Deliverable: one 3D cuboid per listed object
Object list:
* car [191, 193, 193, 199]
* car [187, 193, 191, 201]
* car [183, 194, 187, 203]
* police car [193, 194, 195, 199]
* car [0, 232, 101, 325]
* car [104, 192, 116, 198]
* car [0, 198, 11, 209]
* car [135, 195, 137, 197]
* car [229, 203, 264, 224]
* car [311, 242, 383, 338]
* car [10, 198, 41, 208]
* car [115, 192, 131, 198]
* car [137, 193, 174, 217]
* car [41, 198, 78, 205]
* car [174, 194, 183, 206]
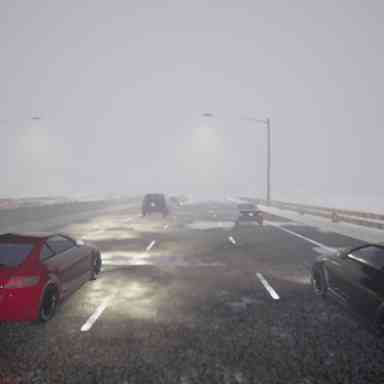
[{"bbox_3d":[-1.447,1.399,82.838,1.895,1.301,4.718,0,0,3],"label":"car"},{"bbox_3d":[-1.948,1.239,71.852,2.033,1.649,4.856,0,0,2],"label":"car"},{"bbox_3d":[-2.379,1.351,60.892,1.812,1.442,4.674,0,0,2],"label":"car"},{"bbox_3d":[-0.879,1.297,93.762,2.038,1.542,4.974,0,0,3],"label":"police car"},{"bbox_3d":[-3.372,1.534,7.086,1.994,1.385,4.181,0,0,0],"label":"car"},{"bbox_3d":[-19.159,0.889,78.782,2.150,2.045,5.566,0,0,3],"label":"car"},{"bbox_3d":[-20.652,1.389,37.322,1.812,1.442,4.674,0,0,1],"label":"car"},{"bbox_3d":[-12.217,1.243,77.317,1.994,1.385,4.181,0,0,2],"label":"car"},{"bbox_3d":[3.786,1.460,23.681,2.033,1.411,5.357,0,0,1],"label":"car"},{"bbox_3d":[3.623,1.541,5.743,1.994,1.385,4.181,0,0,0],"label":"car"},{"bbox_3d":[-17.181,1.433,35.912,1.994,1.385,4.181,0,0,1],"label":"car"},{"bbox_3d":[-15.712,1.042,77.507,2.097,1.767,4.553,0,0,2],"label":"car"},{"bbox_3d":[-3.115,1.114,29.686,2.150,2.045,5.566,0,0,1],"label":"car"},{"bbox_3d":[-13.687,1.363,35.659,2.128,1.511,4.902,0,0,1],"label":"car"},{"bbox_3d":[-2.739,1.350,49.930,1.837,1.490,4.892,0,0,2],"label":"car"}]
